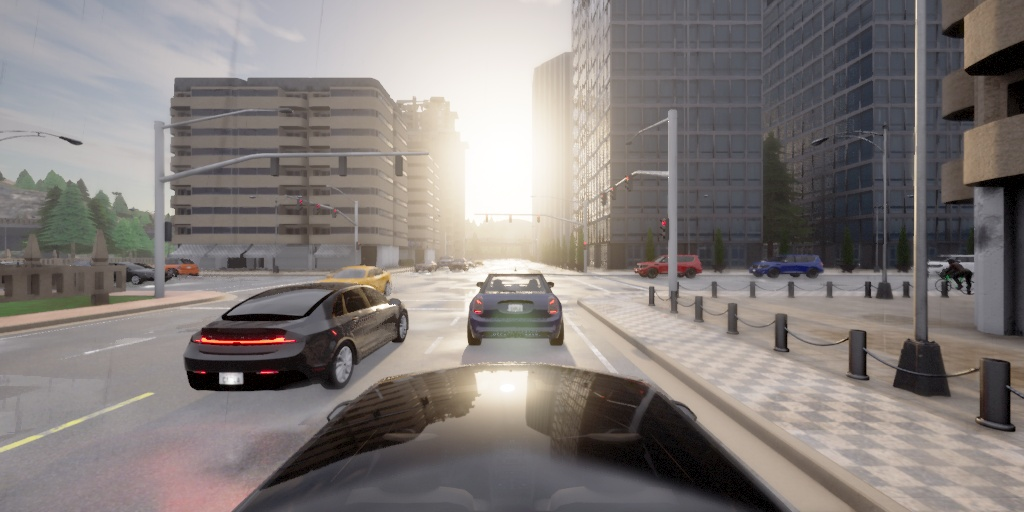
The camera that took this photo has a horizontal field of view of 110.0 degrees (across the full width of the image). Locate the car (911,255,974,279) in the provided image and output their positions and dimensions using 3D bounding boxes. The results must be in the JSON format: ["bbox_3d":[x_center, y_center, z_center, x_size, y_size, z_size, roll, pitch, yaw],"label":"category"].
[{"bbox_3d":[38.559,0.914,31.347,5.566,2.045,2.150,0,0,1],"label":"car"}]

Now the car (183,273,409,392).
[{"bbox_3d":[-3.427,1.254,6.819,1.837,1.490,4.892,0,0,0],"label":"car"}]

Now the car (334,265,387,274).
[{"bbox_3d":[-7.097,1.215,16.425,1.882,1.535,5.008,0,0,0],"label":"car"}]

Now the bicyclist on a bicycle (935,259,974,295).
[{"bbox_3d":[21.018,0.994,16.992,0.582,1.620,1.656,0,0,0],"label":"bicyclist on a bicycle"}]

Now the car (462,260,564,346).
[{"bbox_3d":[0.090,1.101,9.591,2.097,1.767,4.553,0,0,0],"label":"car"}]

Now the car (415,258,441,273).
[{"bbox_3d":[-10.590,1.270,44.602,1.812,1.442,4.674,0,0,1],"label":"car"}]

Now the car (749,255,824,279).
[{"bbox_3d":[24.026,0.912,31.455,5.566,2.045,2.150,0,0,1],"label":"car"}]

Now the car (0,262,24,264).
[{"bbox_3d":[-36.409,1.196,26.234,4.892,1.490,1.837,0,0,15],"label":"car"}]

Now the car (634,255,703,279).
[{"bbox_3d":[13.706,0.913,31.524,5.566,2.045,2.150,0,0,0],"label":"car"}]

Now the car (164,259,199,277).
[{"bbox_3d":[-31.010,1.042,32.368,4.553,1.767,2.097,0,0,7],"label":"car"}]

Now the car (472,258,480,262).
[{"bbox_3d":[-7.015,1.289,59.014,2.033,1.411,5.357,0,0,0],"label":"car"}]

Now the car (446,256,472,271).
[{"bbox_3d":[-7.045,1.096,48.185,2.097,1.767,4.553,0,0,0],"label":"car"}]

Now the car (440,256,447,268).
[{"bbox_3d":[-10.535,0.961,57.059,2.150,2.045,5.566,0,0,0],"label":"car"}]

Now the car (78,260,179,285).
[{"bbox_3d":[-26.506,1.196,24.890,4.892,1.490,1.837,0,0,4],"label":"car"}]
